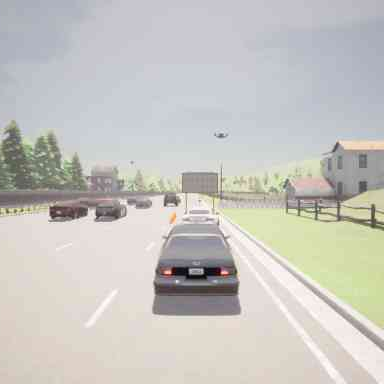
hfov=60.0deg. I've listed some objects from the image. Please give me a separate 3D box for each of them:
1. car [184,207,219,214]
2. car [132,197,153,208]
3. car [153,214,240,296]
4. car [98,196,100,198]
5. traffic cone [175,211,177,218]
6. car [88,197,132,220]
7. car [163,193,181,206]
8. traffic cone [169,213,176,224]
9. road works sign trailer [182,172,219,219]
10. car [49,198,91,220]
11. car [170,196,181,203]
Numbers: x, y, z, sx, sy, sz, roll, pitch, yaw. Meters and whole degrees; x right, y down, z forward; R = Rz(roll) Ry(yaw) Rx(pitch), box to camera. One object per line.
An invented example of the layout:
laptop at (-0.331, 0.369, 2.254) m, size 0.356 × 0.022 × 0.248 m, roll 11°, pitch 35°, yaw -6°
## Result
car at (0.510, 1.539, 18.443) m, size 1.812 × 1.442 × 4.674 m, roll 0°, pitch -1°, yaw 6°
car at (-6.835, 1.548, 47.871) m, size 2.033 × 1.411 × 5.357 m, roll 0°, pitch 0°, yaw 0°
car at (0.108, 1.547, 8.795) m, size 2.033 × 1.411 × 5.357 m, roll 0°, pitch 0°, yaw 1°
car at (-13.849, 1.478, 43.106) m, size 1.882 × 1.535 × 5.008 m, roll 0°, pitch 0°, yaw 0°
traffic cone at (-1.458, 1.955, 25.151) m, size 0.340 × 0.580 × 0.340 m, roll 0°, pitch 0°, yaw 0°
car at (-6.866, 1.492, 28.509) m, size 2.128 × 1.511 × 4.902 m, roll 0°, pitch 0°, yaw 0°
car at (-3.337, 1.221, 53.331) m, size 2.150 × 2.045 × 5.566 m, roll 0°, pitch 0°, yaw 0°
traffic cone at (-1.460, 1.955, 23.151) m, size 0.340 × 0.580 × 0.340 m, roll 0°, pitch 0°, yaw 0°
road works sign trailer at (0.511, 0.464, 22.057) m, size 2.380 × 3.560 × 2.880 m, roll 0°, pitch 0°, yaw -4°
car at (-10.367, 1.477, 28.390) m, size 1.882 × 1.535 × 5.008 m, roll 0°, pitch 0°, yaw 0°
car at (-3.319, 1.564, 68.547) m, size 1.994 × 1.385 × 4.181 m, roll 0°, pitch 0°, yaw 0°
